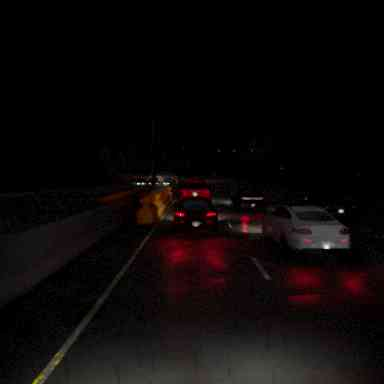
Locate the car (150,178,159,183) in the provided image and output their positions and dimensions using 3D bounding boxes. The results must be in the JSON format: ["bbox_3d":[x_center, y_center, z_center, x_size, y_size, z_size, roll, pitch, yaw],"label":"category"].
[{"bbox_3d":[-9.848,-3.075,86.993,1.882,1.535,5.008,0,3,0],"label":"car"}]

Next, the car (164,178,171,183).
[{"bbox_3d":[-6.348,-3.026,86.966,2.128,1.511,4.902,0,3,0],"label":"car"}]

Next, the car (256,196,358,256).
[{"bbox_3d":[3.637,1.112,11.250,1.812,1.442,4.674,0,3,0],"label":"car"}]

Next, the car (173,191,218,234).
[{"bbox_3d":[0.161,0.911,14.929,1.812,1.442,4.674,0,3,0],"label":"car"}]

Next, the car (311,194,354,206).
[{"bbox_3d":[7.180,0.782,17.979,1.994,1.385,4.181,0,3,0],"label":"car"}]

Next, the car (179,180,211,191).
[{"bbox_3d":[0.224,0.084,24.501,2.150,2.045,5.566,0,3,1],"label":"car"}]

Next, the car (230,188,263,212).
[{"bbox_3d":[3.714,0.462,22.530,2.128,1.511,4.902,0,3,0],"label":"car"}]

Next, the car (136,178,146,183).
[{"bbox_3d":[-13.348,-3.002,87.035,1.994,1.385,4.181,0,3,0],"label":"car"}]
